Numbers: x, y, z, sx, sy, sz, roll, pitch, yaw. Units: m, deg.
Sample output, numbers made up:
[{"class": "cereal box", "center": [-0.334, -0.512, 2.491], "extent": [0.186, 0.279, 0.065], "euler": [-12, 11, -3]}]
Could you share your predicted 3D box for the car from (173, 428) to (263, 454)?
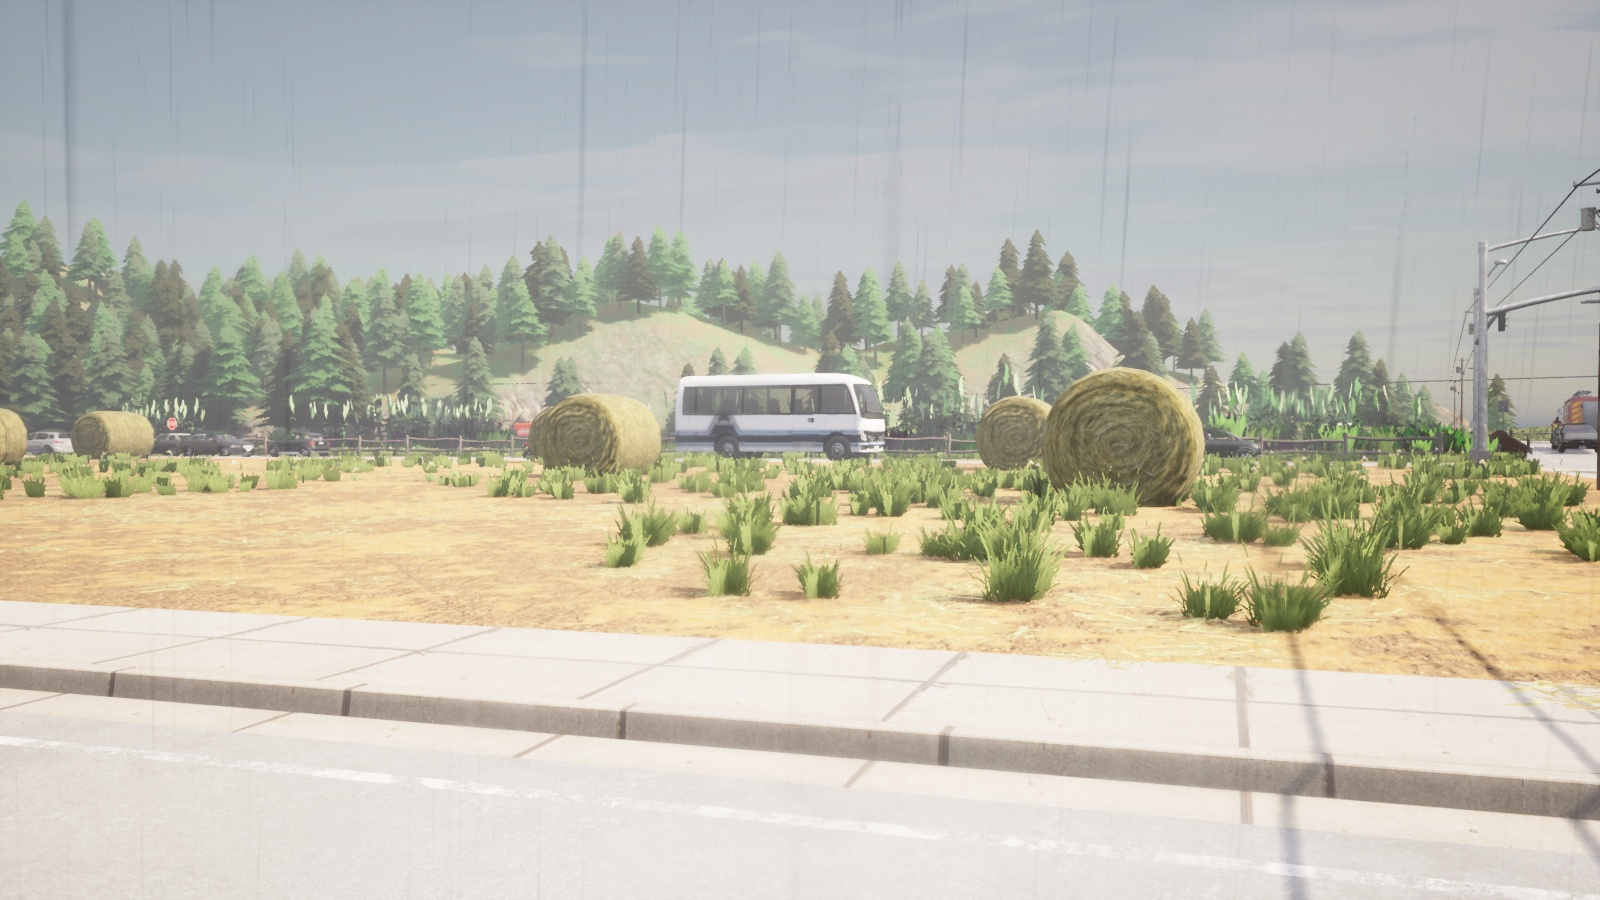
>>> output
[{"class": "car", "center": [-34.595, -0.551, 74.653], "extent": [4.902, 1.511, 2.128], "euler": [1, 1, 22]}]

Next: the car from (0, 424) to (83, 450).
[{"class": "car", "center": [-51.239, -0.885, 84.860], "extent": [4.611, 1.667, 2.242], "euler": [1, 1, 14]}]

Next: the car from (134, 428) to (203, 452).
[{"class": "car", "center": [-40.719, -0.665, 80.964], "extent": [3.806, 1.475, 1.970], "euler": [1, 1, 22]}]

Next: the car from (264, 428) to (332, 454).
[{"class": "car", "center": [-30.705, -0.548, 76.832], "extent": [3.705, 1.549, 1.789], "euler": [1, 1, 22]}]

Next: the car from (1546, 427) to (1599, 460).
[{"class": "car", "center": [39.484, -0.369, 63.938], "extent": [2.033, 1.411, 5.357], "euler": [1, 4, 25]}]

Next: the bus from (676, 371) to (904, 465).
[{"class": "bus", "center": [-0.484, -1.530, 60.558], "extent": [10.273, 4.253, 3.944], "euler": [1, 1, 22]}]

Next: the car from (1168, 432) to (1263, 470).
[{"class": "car", "center": [17.590, 0.013, 53.122], "extent": [3.705, 1.549, 1.789], "euler": [1, 1, 23]}]
